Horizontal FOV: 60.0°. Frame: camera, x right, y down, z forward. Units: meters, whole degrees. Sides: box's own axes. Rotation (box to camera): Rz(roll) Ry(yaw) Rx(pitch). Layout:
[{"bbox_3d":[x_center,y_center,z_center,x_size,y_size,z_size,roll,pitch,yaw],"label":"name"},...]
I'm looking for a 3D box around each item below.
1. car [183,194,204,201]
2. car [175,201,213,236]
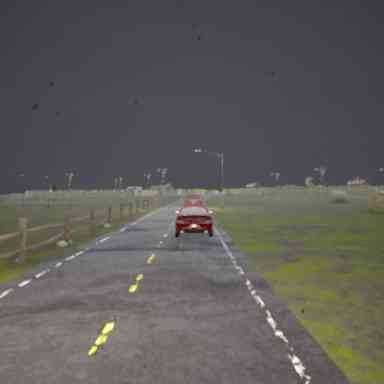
[{"bbox_3d":[0.162,1.204,37.730,2.150,2.045,5.566,0,0,1],"label":"car"},{"bbox_3d":[0.104,1.468,18.397,1.882,1.535,5.008,0,0,0],"label":"car"}]
